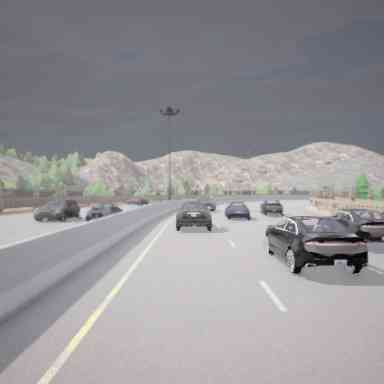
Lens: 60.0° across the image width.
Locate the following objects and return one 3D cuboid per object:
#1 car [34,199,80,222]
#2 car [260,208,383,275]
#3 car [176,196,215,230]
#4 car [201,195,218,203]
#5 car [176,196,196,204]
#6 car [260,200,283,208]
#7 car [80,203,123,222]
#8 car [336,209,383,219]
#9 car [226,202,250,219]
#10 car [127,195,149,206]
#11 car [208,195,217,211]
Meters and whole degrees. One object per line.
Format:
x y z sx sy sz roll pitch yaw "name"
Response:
-10.373 1.352 25.970 2.097 1.767 4.553 0 0 3 "car"
3.597 1.492 10.476 2.128 1.511 4.902 0 0 0 "car"
0.126 1.353 20.965 2.097 1.767 4.553 0 0 0 "car"
3.700 1.418 67.762 1.812 1.442 4.674 0 0 26 "car"
-1.074 1.519 65.886 2.128 1.511 4.902 0 0 24 "car"
7.835 1.493 32.819 2.128 1.511 4.902 0 0 7 "car"
-6.863 1.564 26.286 1.994 1.385 4.181 0 0 3 "car"
7.096 1.492 14.599 2.128 1.511 4.902 0 0 0 "car"
3.964 1.565 29.062 1.994 1.385 4.181 0 0 4 "car"
-8.952 1.352 54.895 2.097 1.767 4.553 0 0 18 "car"
1.694 1.353 38.843 2.097 1.767 4.553 0 0 10 "car"
